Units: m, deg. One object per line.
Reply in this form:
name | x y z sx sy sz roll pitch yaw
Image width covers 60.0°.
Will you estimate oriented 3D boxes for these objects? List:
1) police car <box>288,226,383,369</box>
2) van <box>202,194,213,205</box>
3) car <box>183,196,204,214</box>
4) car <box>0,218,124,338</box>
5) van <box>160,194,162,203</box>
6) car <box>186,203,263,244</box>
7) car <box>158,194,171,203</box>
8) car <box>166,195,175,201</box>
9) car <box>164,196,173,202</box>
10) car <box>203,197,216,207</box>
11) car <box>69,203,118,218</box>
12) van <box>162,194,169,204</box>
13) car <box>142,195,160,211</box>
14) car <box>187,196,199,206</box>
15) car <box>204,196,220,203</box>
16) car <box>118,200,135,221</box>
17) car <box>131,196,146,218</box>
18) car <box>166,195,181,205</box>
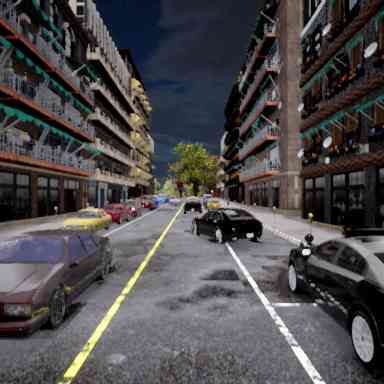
police car | 3.135 1.425 5.846 1.930 1.638 5.238 0 0 0
van | 2.700 1.350 58.099 1.690 1.788 3.998 1 0 0
car | 0.095 1.509 35.971 1.837 1.490 4.892 0 0 0
car | -3.099 1.547 7.154 2.033 1.411 5.357 0 0 0
van | -5.668 1.347 46.815 1.690 1.788 3.998 1 0 0
car | 1.526 1.506 15.919 1.837 1.490 4.892 -1 1 -21
car | -5.665 1.329 69.461 2.192 1.841 5.009 1 0 0
car | -5.666 1.576 86.447 2.008 1.369 4.403 1 0 0
car | -5.667 1.587 80.786 1.947 1.339 4.313 1 0 0
car | 2.717 1.573 52.437 1.947 1.339 4.313 1 0 0
car | -5.676 1.525 18.338 1.752 1.417 4.829 1 0 0
van | -5.666 1.353 63.800 1.690 1.788 3.998 1 0 0
car | -5.669 1.319 41.154 2.192 1.841 5.009 1 0 0
car | 0.101 1.486 54.924 1.882 1.535 5.008 0 0 0
car | 2.709 1.529 41.284 1.752 1.417 4.829 1 0 0
car | -5.675 1.545 24.168 1.887 1.381 4.507 1 0 0
car | -5.673 1.441 29.831 1.967 1.590 4.097 1 0 0
car | -3.018 1.610 58.825 1.895 1.301 4.718 0 0 1
